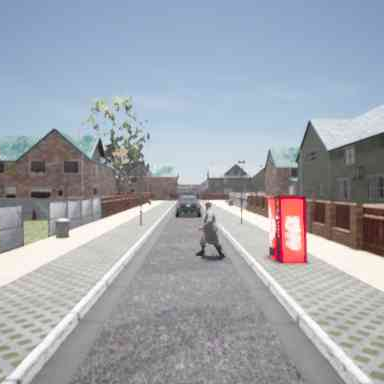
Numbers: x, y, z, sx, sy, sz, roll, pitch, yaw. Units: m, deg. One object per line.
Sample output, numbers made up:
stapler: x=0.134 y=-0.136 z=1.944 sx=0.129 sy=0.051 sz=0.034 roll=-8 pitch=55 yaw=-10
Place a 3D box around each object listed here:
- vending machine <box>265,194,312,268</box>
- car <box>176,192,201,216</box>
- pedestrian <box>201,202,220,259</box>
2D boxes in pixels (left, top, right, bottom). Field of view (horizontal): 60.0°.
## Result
vending machine: x=2.851 y=1.121 z=9.956 sx=1.100 sy=2.100 sz=0.880 roll=-1 pitch=-1 yaw=-1
car: x=-0.319 y=1.124 z=29.478 sx=2.097 sy=1.767 sz=4.553 roll=0 pitch=0 yaw=-1
pedestrian: x=0.593 y=1.212 z=10.829 sx=0.375 sy=1.860 sz=0.375 roll=1 pitch=-1 yaw=-1
